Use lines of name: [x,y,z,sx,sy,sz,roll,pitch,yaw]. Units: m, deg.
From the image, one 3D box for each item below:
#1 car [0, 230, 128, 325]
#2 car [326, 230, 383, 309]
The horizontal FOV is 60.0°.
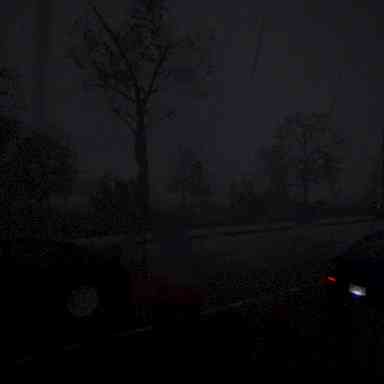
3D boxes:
car: [-3.600,1.474,5.708,5.008,1.535,1.882,0,0,-35]
car: [4.732,1.519,7.051,4.674,1.442,1.812,0,0,-35]
